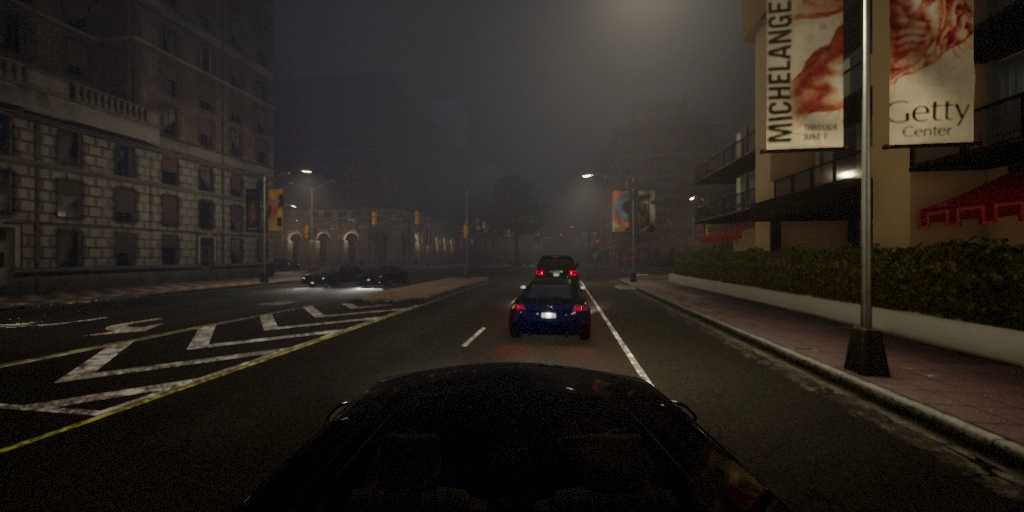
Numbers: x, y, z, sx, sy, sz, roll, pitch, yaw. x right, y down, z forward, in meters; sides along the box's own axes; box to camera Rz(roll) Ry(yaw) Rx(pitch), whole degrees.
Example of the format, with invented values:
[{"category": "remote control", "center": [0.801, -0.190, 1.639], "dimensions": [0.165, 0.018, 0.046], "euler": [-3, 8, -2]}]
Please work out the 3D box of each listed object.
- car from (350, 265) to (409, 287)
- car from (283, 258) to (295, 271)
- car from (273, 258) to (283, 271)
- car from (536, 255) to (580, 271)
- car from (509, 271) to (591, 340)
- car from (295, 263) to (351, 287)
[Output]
[{"category": "car", "center": [-8.581, 1.304, 24.149], "dimensions": [1.994, 1.385, 4.181], "euler": [0, 0, 9]}, {"category": "car", "center": [-31.130, 1.082, 48.220], "dimensions": [4.553, 1.767, 2.097], "euler": [0, 0, 8]}, {"category": "car", "center": [-31.812, 1.236, 44.777], "dimensions": [4.892, 1.490, 1.837], "euler": [0, 0, 8]}, {"category": "car", "center": [2.451, 0.962, 19.391], "dimensions": [2.150, 2.045, 5.566], "euler": [0, 0, 8]}, {"category": "car", "center": [1.127, 1.309, 10.078], "dimensions": [1.994, 1.385, 4.181], "euler": [0, 0, 9]}, {"category": "car", "center": [-12.007, 1.287, 24.894], "dimensions": [2.033, 1.411, 5.357], "euler": [0, 0, 8]}]
